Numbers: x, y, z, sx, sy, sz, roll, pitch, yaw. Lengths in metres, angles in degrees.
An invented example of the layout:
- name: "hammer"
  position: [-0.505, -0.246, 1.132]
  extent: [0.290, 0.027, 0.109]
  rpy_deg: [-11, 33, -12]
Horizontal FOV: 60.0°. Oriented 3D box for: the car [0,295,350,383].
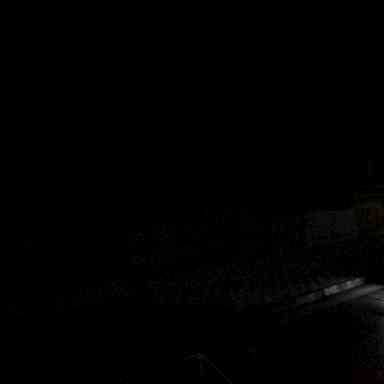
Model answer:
- name: "car"
  position: [-0.927, 1.669, 2.410]
  extent: [4.718, 1.301, 1.895]
  rpy_deg: [0, -1, -36]
